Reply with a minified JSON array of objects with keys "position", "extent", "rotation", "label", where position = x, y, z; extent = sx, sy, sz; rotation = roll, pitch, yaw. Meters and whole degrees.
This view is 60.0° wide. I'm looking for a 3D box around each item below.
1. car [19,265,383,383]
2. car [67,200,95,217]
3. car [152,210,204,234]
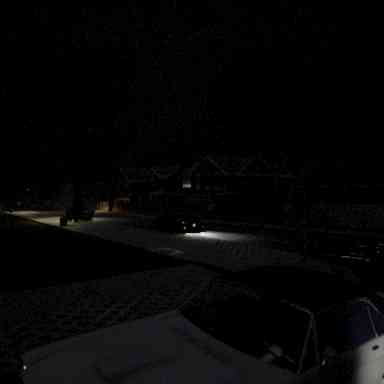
[{"position":[0.742,1.602,3.483],"extent":[4.718,1.301,1.895],"rotation":[0,0,-36],"label":"car"},{"position":[-13.652,2.030,40.400],"extent":[2.150,2.045,5.566],"rotation":[0,-1,-35],"label":"car"},{"position":[-1.017,1.955,22.544],"extent":[1.994,1.385,4.181],"rotation":[0,-1,-35],"label":"car"}]
